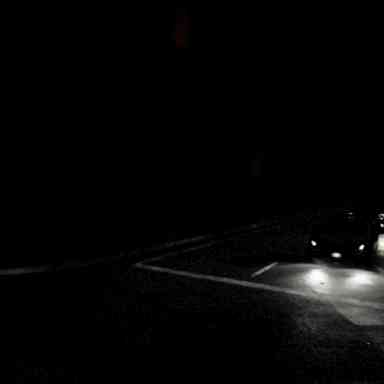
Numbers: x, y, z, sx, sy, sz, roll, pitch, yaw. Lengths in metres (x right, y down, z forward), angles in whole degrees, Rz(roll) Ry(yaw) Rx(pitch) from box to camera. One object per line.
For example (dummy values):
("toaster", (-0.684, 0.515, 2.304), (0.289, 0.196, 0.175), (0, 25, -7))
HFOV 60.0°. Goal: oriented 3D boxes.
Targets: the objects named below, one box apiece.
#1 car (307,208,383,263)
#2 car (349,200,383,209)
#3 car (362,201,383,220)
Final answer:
("car", (5.801, 1.530, 12.368), (2.033, 1.411, 5.357), (1, 0, 32))
("car", (10.650, 1.331, 20.045), (2.097, 1.767, 4.553), (1, 0, 32))
("car", (16.177, 1.522, 28.784), (2.033, 1.411, 5.357), (1, 0, 33))
